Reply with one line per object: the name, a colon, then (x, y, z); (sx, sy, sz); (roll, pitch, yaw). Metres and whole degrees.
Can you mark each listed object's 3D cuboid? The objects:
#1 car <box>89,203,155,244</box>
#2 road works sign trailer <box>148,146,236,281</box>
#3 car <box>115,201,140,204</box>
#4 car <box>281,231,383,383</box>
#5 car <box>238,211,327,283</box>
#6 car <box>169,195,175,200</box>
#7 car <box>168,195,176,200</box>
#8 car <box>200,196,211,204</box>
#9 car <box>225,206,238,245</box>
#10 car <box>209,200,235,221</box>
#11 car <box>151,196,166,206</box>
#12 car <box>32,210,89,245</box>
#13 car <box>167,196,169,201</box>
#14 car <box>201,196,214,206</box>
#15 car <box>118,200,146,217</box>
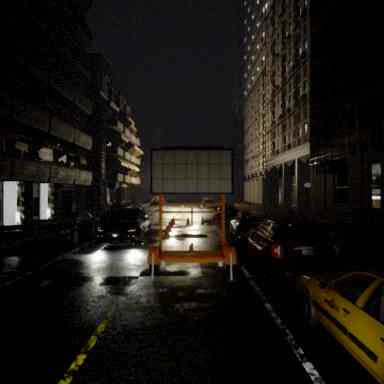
car: (-3.099, 1.504, 15.806); (1.837, 1.490, 4.892); (0, 0, 0)
road works sign trailer: (0.001, 0.463, 9.802); (2.380, 3.560, 2.880); (0, 0, 0)
car: (-5.690, 1.566, 26.590); (1.947, 1.339, 4.313); (0, 0, 0)
car: (2.690, 1.525, 4.166); (1.752, 1.417, 4.829); (0, 0, 0)
car: (2.690, 1.439, 9.643); (1.967, 1.590, 4.097); (0, 0, 0)
car: (-5.688, 1.594, 88.724); (2.008, 1.369, 4.403); (0, 0, 0)
car: (-5.687, 1.600, 94.372); (2.008, 1.369, 4.403); (0, 0, 0)
car: (2.692, 1.573, 66.130); (2.008, 1.369, 4.403); (0, 0, 0)
car: (2.690, 1.549, 15.293); (2.008, 1.369, 4.403); (0, 0, 0)
car: (2.691, 1.566, 26.590); (1.947, 1.339, 4.313); (0, 0, 0)
car: (-5.689, 1.454, 54.832); (1.967, 1.590, 4.097); (0, 0, 0)
car: (-5.690, 1.549, 15.292); (2.008, 1.369, 4.403); (0, 0, 0)
car: (-5.689, 1.600, 60.481); (1.802, 1.307, 4.206); (0, 0, 0)
car: (2.692, 1.559, 54.832); (1.887, 1.381, 4.507); (0, 0, 0)
car: (-5.690, 1.528, 32.069); (1.752, 1.417, 4.829); (0, 0, 0)
